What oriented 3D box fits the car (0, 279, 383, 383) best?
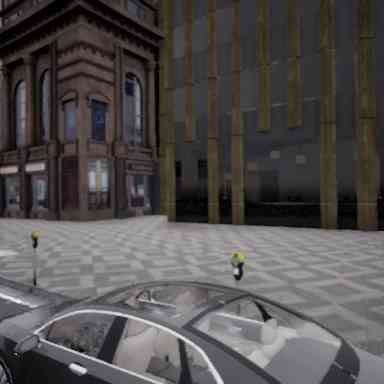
[{"bbox_3d":[-0.417,1.587,3.261,4.403,1.369,2.008,-1,-1,36],"label":"car"}]
